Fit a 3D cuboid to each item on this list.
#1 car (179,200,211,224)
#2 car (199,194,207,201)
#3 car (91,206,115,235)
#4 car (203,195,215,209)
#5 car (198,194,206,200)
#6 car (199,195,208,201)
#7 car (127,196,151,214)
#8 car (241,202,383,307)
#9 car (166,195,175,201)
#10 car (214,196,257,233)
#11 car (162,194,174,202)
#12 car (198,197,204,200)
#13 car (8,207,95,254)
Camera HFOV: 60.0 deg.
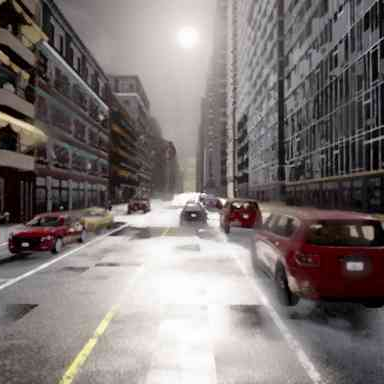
[{"bbox_3d":[0.112,1.564,24.584,1.994,1.385,4.181,0,0,0],"label":"car"},{"bbox_3d":[2.743,1.416,87.035,1.967,1.590,4.097,1,0,0],"label":"car"},{"bbox_3d":[-5.669,1.527,19.054,1.752,1.417,4.829,1,0,0],"label":"car"},{"bbox_3d":[2.723,1.437,41.824,1.967,1.590,4.097,1,0,0],"label":"car"},{"bbox_3d":[2.745,1.412,92.686,1.967,1.590,4.097,1,0,0],"label":"car"},{"bbox_3d":[2.739,1.524,81.383,1.887,1.381,4.507,1,0,0],"label":"car"},{"bbox_3d":[-5.658,1.313,36.179,2.192,1.841,5.009,1,0,0],"label":"car"},{"bbox_3d":[2.709,1.316,7.917,2.192,1.841,5.009,1,0,0],"label":"car"},{"bbox_3d":[-5.639,1.542,87.041,1.947,1.339,4.313,1,0,0],"label":"car"},{"bbox_3d":[2.714,1.316,19.219,2.192,1.841,5.009,1,0,0],"label":"car"},{"bbox_3d":[-5.640,1.298,75.738,2.192,1.841,5.009,1,0,0],"label":"car"},{"bbox_3d":[0.119,1.598,40.334,1.895,1.301,4.718,0,0,0],"label":"car"},{"bbox_3d":[-5.672,1.547,13.574,1.887,1.381,4.507,1,0,0],"label":"car"}]
